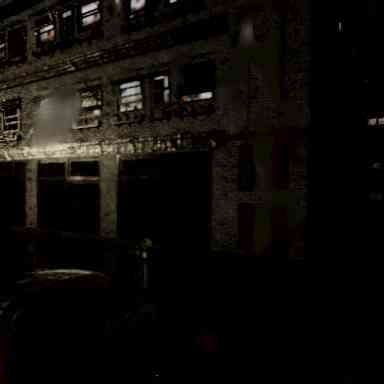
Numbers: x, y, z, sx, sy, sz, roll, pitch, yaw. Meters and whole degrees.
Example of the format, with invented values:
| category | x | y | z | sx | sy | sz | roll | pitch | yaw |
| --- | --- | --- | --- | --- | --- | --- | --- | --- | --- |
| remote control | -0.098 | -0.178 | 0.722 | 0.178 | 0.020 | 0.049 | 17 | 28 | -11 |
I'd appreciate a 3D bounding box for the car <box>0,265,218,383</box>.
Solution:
| category | x | y | z | sx | sy | sz | roll | pitch | yaw |
| --- | --- | --- | --- | --- | --- | --- | --- | --- | --- |
| car | -1.735 | 1.534 | 3.783 | 4.206 | 1.307 | 1.802 | 0 | 2 | 32 |
